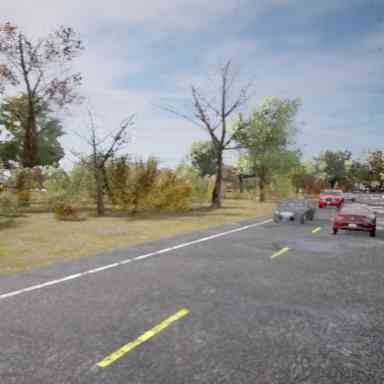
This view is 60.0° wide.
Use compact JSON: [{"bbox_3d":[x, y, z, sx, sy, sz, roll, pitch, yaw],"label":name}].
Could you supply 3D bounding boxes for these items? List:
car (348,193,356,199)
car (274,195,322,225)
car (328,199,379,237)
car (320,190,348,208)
[{"bbox_3d":[26.120,0.912,55.335,1.812,1.442,4.674,1,1,30],"label":"car"},{"bbox_3d":[6.746,1.196,21.586,2.128,1.511,4.902,1,1,30],"label":"car"},{"bbox_3d":[8.396,1.336,17.020,1.812,1.442,4.674,1,1,30],"label":"car"},{"bbox_3d":[15.716,0.768,37.269,2.150,2.045,5.566,1,2,30],"label":"car"}]
